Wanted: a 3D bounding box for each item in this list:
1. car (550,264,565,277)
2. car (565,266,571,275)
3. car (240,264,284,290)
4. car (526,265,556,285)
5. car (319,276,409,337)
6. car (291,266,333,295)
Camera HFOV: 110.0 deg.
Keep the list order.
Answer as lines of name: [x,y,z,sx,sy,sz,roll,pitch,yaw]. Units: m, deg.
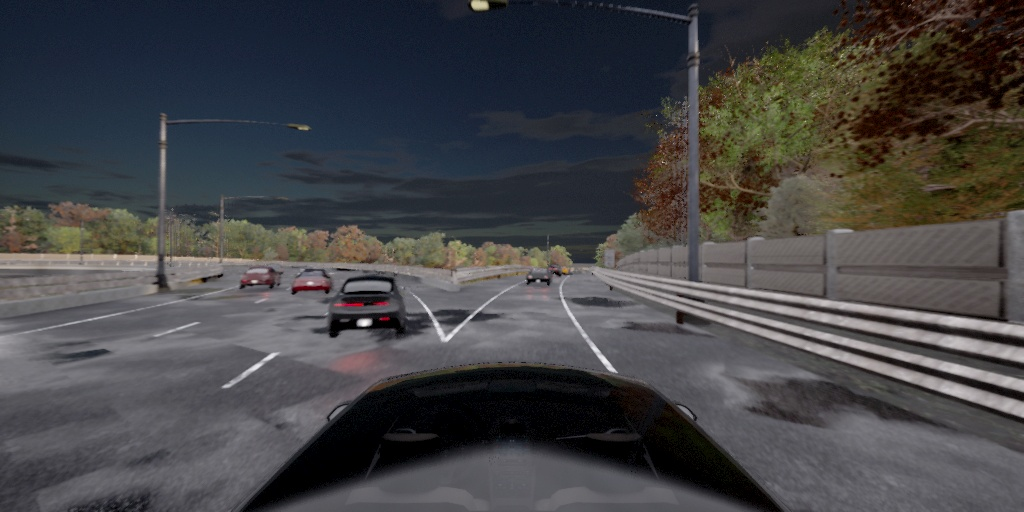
car: [5.266,1.814,44.886,1.837,1.490,4.892,0,-3,11]
car: [8.350,2.425,59.743,1.882,1.535,5.008,0,-3,12]
car: [-16.985,1.441,24.337,1.812,1.442,4.674,1,-1,-26]
car: [2.360,1.664,29.690,1.895,1.301,4.718,0,-1,9]
car: [-4.122,1.333,10.698,1.837,1.490,4.892,1,-1,-17]
car: [-11.856,1.473,21.536,1.994,1.385,4.181,1,-1,-23]
